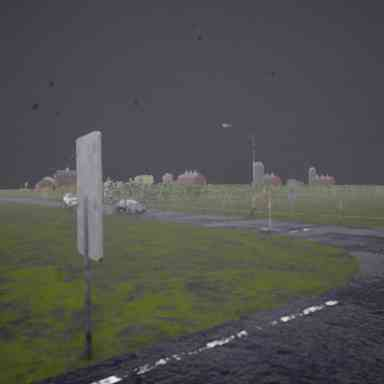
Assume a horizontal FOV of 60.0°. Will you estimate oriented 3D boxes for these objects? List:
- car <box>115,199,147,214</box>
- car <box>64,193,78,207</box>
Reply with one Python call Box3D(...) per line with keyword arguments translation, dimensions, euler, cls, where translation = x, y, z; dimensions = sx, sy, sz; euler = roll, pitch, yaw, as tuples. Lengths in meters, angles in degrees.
Box3D(translation=(-6.468, 1.485, 34.584), dimensions=(1.812, 1.442, 4.674), euler=(-1, 1, -36), cls="car")
Box3D(translation=(-17.987, 1.236, 50.901), dimensions=(2.150, 2.045, 5.566), euler=(-1, 1, -35), cls="car")
